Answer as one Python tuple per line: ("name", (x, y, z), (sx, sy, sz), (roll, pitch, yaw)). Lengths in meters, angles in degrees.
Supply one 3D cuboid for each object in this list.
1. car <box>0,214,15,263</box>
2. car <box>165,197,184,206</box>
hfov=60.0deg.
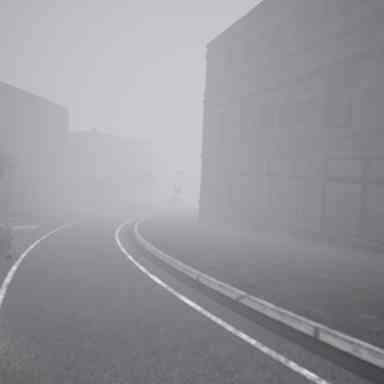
("car", (-6.385, 1.305, 9.172), (2.097, 1.767, 4.553), (1, 0, -19))
("car", (-3.035, 1.666, 59.500), (2.033, 1.411, 5.357), (4, 1, 19))
